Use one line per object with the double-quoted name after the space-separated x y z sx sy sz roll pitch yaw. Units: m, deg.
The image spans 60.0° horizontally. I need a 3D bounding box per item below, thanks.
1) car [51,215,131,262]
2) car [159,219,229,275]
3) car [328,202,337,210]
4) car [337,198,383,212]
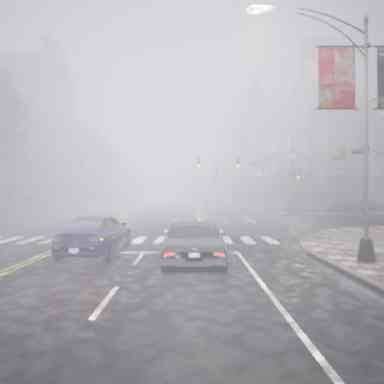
-3.453 1.536 11.993 1.812 1.442 4.674 0 0 0 "car"
0.051 1.556 10.428 2.033 1.411 5.357 0 0 0 "car"
19.294 1.534 40.841 4.892 1.490 1.837 0 0 0 "car"
19.294 1.552 37.348 4.674 1.442 1.812 0 0 1 "car"
